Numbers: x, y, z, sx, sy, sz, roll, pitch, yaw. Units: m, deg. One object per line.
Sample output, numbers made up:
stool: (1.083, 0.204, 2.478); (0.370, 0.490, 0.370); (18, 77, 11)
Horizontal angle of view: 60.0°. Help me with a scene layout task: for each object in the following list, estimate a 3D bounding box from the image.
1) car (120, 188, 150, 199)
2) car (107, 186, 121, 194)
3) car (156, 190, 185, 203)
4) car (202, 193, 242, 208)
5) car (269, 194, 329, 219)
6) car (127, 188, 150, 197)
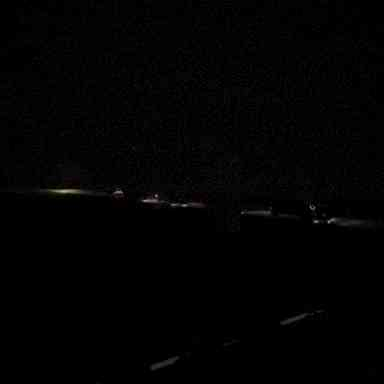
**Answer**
car: (-8.551, 0.327, 49.984); (1.895, 1.301, 4.718); (-3, 3, -35)
car: (-14.809, -0.343, 63.877); (2.128, 1.511, 4.902); (-3, 3, -35)
car: (-2.788, 0.549, 41.750); (1.837, 1.490, 4.892); (-3, 4, -35)
car: (2.979, 0.866, 33.559); (2.128, 1.511, 4.902); (-3, 4, -35)
car: (8.292, 1.033, 26.039); (2.097, 1.767, 4.553); (-3, 4, -35)
car: (-8.932, 0.064, 55.556); (1.895, 1.301, 4.718); (-3, 3, -35)
